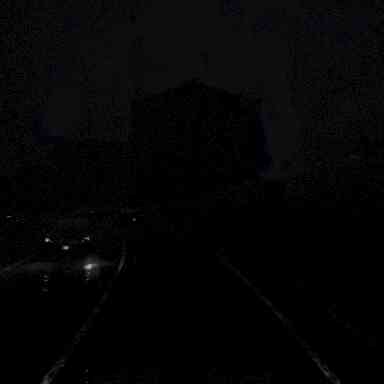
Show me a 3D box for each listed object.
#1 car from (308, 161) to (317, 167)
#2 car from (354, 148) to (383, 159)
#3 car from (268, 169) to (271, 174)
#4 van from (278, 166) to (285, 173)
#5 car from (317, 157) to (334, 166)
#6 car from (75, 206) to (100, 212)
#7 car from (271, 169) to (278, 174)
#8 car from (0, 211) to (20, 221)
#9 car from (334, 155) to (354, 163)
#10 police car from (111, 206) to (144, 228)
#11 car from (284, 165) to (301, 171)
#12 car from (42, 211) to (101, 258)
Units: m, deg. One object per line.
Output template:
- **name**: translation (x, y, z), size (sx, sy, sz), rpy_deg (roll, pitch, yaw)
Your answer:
- **car**: translation (21.083, -4.474, 55.484), size (2.185, 1.767, 4.553), rpy_deg (0, 1, -1)
- **car**: translation (21.460, -4.304, 38.799), size (2.185, 1.767, 4.553), rpy_deg (0, 1, -1)
- **car**: translation (20.459, -4.800, 83.021), size (2.435, 2.045, 5.566), rpy_deg (0, 0, -1)
- **van**: translation (20.711, -4.710, 71.893), size (1.878, 1.987, 4.442), rpy_deg (0, 0, -1)
- **car**: translation (21.208, -4.421, 49.965), size (2.185, 1.767, 4.553), rpy_deg (0, 1, -1)
- **car**: translation (-12.511, 2.429, 39.467), size (2.097, 1.767, 4.553), rpy_deg (-1, -2, -36)
- **car**: translation (20.584, -4.480, 77.536), size (2.002, 1.452, 4.674), rpy_deg (0, 0, -1)
- **car**: translation (-27.526, 3.566, 49.333), size (4.892, 1.490, 1.837), rpy_deg (-5, -2, 36)
- **car**: translation (21.336, -4.196, 44.292), size (2.002, 1.452, 4.674), rpy_deg (0, 1, -1)
- **police car**: translation (-5.405, 1.989, 27.474), size (1.930, 1.638, 5.238), rpy_deg (0, -2, -24)
- **car**: translation (20.833, -4.443, 66.498), size (2.231, 1.521, 4.892), rpy_deg (0, 0, -1)
- **car**: translation (-4.994, 1.765, 14.140), size (1.812, 1.442, 4.674), rpy_deg (0, -1, -13)
